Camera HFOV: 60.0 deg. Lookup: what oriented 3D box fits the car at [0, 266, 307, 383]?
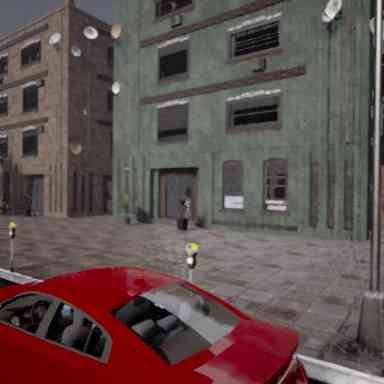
[{"bbox_3d":[-1.108,1.530,3.664,4.507,1.381,1.887,0,1,36],"label":"car"}]
